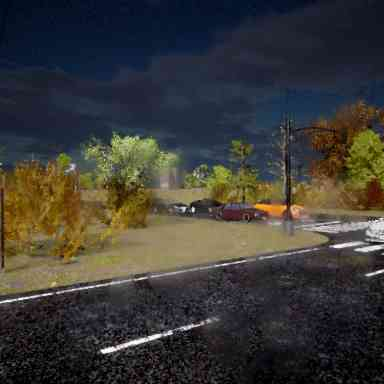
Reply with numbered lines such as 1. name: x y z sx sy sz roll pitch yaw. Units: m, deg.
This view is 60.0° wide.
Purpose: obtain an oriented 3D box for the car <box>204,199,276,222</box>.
1. car: 3.723 1.558 26.683 2.033 1.411 5.357 0 0 -38

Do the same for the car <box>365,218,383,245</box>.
1. car: 9.411 1.551 14.425 4.674 1.442 1.812 0 0 -36

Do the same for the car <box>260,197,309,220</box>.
1. car: 7.277 1.343 27.418 2.097 1.767 4.553 0 0 -38

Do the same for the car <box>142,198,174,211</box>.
1. car: -4.419 1.496 42.306 1.812 1.442 4.674 0 0 -38

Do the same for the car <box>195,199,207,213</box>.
1. car: 1.691 1.486 34.529 1.837 1.490 4.892 0 0 -38

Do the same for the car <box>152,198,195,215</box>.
1. car: -2.293 1.491 34.341 2.128 1.511 4.902 0 0 -38
